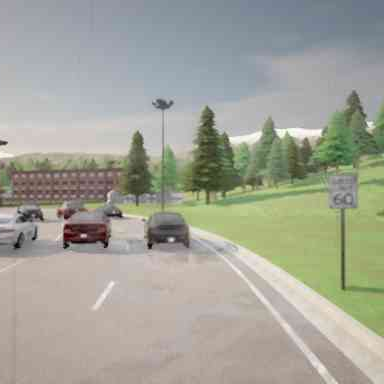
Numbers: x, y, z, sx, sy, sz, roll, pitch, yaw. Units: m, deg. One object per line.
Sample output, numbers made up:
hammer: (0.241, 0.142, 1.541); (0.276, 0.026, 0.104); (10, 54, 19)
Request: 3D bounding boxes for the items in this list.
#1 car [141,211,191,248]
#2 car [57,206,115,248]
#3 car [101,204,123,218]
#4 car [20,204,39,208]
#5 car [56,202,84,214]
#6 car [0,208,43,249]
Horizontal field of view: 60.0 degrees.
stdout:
car: (-1.282, 1.674, 15.801); (1.837, 1.490, 4.892); (0, 0, -11)
car: (-4.887, 1.648, 15.948); (1.882, 1.535, 5.008); (0, 0, -11)
car: (-8.584, 1.922, 33.732); (1.994, 1.385, 4.181); (0, -1, -32)
car: (-14.902, 1.853, 30.480); (1.812, 1.442, 4.674); (0, -1, -34)
car: (-11.573, 1.692, 31.908); (2.097, 1.767, 4.553); (0, -1, -32)
car: (-8.340, 1.688, 15.013); (1.812, 1.442, 4.674); (0, 0, -13)
